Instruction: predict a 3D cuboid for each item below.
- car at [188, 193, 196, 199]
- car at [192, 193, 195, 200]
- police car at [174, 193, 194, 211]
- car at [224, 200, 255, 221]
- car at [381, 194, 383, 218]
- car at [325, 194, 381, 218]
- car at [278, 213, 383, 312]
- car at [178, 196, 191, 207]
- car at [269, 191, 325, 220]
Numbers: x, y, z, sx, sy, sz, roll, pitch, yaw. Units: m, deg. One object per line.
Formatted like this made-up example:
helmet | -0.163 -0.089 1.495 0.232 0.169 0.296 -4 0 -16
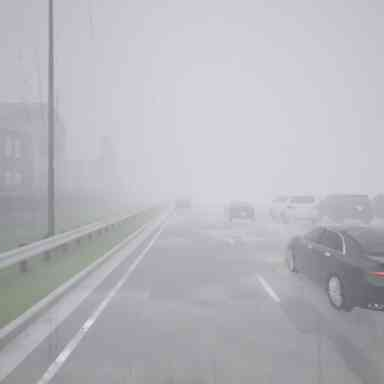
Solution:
car | 0.029 1.070 88.075 1.882 1.535 5.008 0 0 0
car | -1.033 1.168 54.677 2.097 1.767 4.553 0 0 0
police car | -1.037 1.295 38.817 1.930 1.638 5.238 0 0 0
car | 3.608 1.390 25.919 1.882 1.535 5.008 0 0 0
car | 14.110 1.142 23.643 2.150 2.045 5.566 0 0 0
car | 10.609 1.142 23.650 2.150 2.045 5.566 0 0 0
car | 3.604 1.479 7.661 1.837 1.490 4.892 0 0 0
car | -1.035 1.342 48.708 1.837 1.490 4.892 0 0 0
car | 7.108 1.142 23.645 2.150 2.045 5.566 0 0 0
